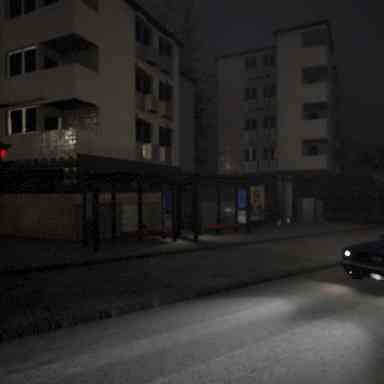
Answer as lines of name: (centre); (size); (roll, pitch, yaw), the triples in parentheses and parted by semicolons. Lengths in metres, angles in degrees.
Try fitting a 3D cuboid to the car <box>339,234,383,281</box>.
car: (5.888, 1.537, 8.538); (4.718, 1.301, 1.895); (0, 0, -34)
